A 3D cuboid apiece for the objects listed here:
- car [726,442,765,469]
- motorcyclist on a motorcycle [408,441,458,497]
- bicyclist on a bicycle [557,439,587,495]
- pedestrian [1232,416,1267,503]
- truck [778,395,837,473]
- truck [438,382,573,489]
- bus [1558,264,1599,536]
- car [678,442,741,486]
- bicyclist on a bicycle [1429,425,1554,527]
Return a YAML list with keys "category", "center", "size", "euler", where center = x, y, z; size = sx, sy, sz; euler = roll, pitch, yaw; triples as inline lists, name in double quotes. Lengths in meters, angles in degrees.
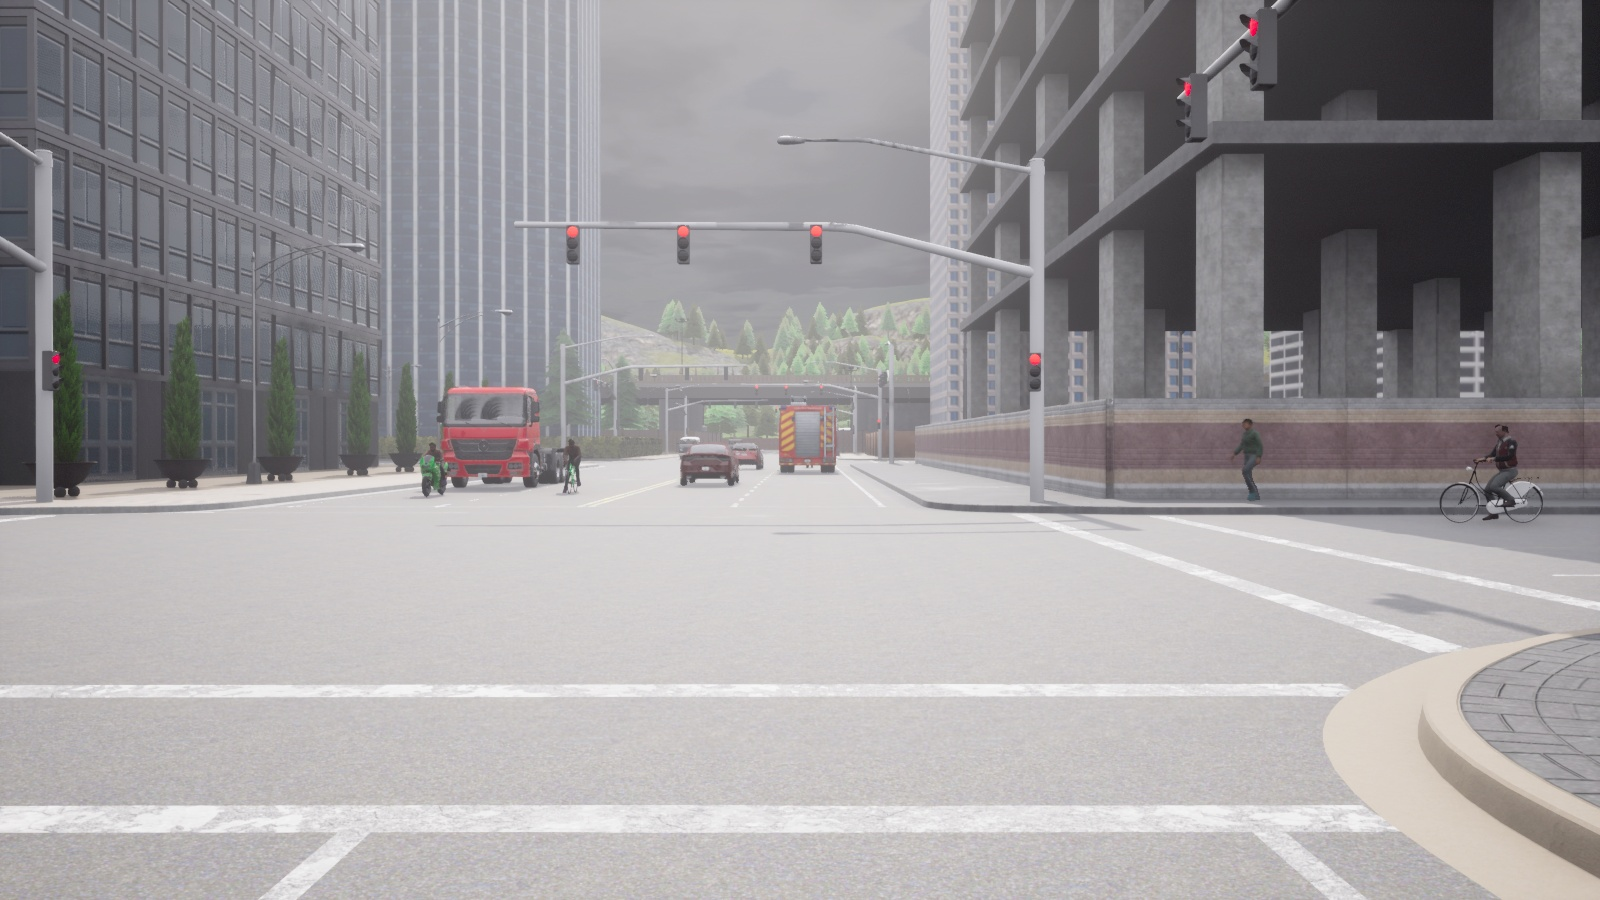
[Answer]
- category: "car"
  center: [-3.074, 0.288, 71.449]
  size: [2.007, 1.525, 4.514]
  euler: [0, 0, 0]
- category: "motorcyclist on a motorcycle"
  center: [-10.282, 0.521, 35.276]
  size: [0.797, 1.523, 2.044]
  euler: [0, 0, 0]
- category: "bicyclist on a bicycle"
  center: [-6.770, 0.483, 37.359]
  size: [0.582, 1.620, 1.656]
  euler: [0, 1, 0]
- category: "pedestrian"
  center: [9.674, 0.202, 27.049]
  size: [0.614, 1.847, 0.353]
  euler: [0, 0, -15]
- category: "truck"
  center: [0.394, -0.789, 65.806]
  size: [2.891, 3.827, 8.468]
  euler: [0, 0, 0]
- category: "truck"
  center: [-10.232, -0.495, 44.546]
  size: [2.891, 3.462, 7.936]
  euler: [0, 0, 0]
- category: "bus"
  center: [17.662, -0.777, 18.774]
  size: [10.273, 4.253, 3.944]
  euler: [0, 0, 0]
- category: "car"
  center: [-3.222, 0.464, 45.612]
  size: [1.882, 1.535, 5.008]
  euler: [0, 0, 0]
- category: "bicyclist on a bicycle"
  center: [12.256, 0.446, 22.293]
  size: [1.843, 1.776, 0.659]
  euler: [0, 0, 0]
